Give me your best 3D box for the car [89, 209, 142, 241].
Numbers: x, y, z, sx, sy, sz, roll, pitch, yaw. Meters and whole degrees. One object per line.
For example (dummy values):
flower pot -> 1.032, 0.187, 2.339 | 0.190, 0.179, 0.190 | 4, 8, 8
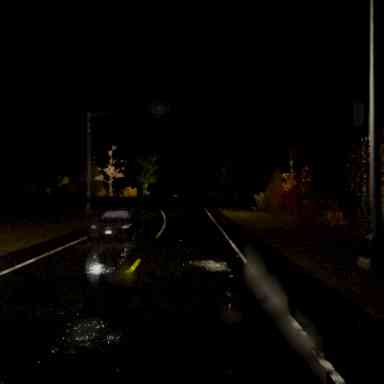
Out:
car -> -3.682, 1.569, 16.538 | 1.994, 1.385, 4.181 | 0, 0, -1
